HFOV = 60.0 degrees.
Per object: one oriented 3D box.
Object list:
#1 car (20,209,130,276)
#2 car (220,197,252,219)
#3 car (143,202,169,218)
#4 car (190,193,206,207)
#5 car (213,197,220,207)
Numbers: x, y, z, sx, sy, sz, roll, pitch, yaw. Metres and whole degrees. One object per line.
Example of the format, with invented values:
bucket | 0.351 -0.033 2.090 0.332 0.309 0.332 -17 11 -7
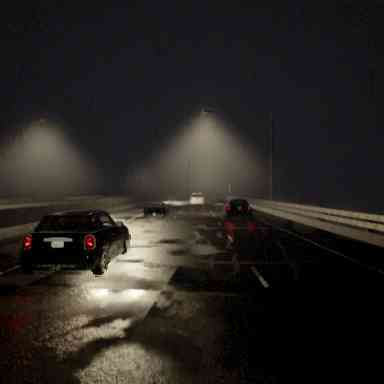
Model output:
car | -3.354 1.335 10.466 2.097 1.767 4.553 0 0 0
car | 3.804 1.324 28.346 2.097 1.767 4.553 0 0 1
car | -3.119 1.570 30.049 1.895 1.301 4.718 0 0 1
car | 0.839 1.198 49.375 2.150 2.045 5.566 0 0 1
car | 4.305 1.472 51.770 2.128 1.511 4.902 0 0 2
